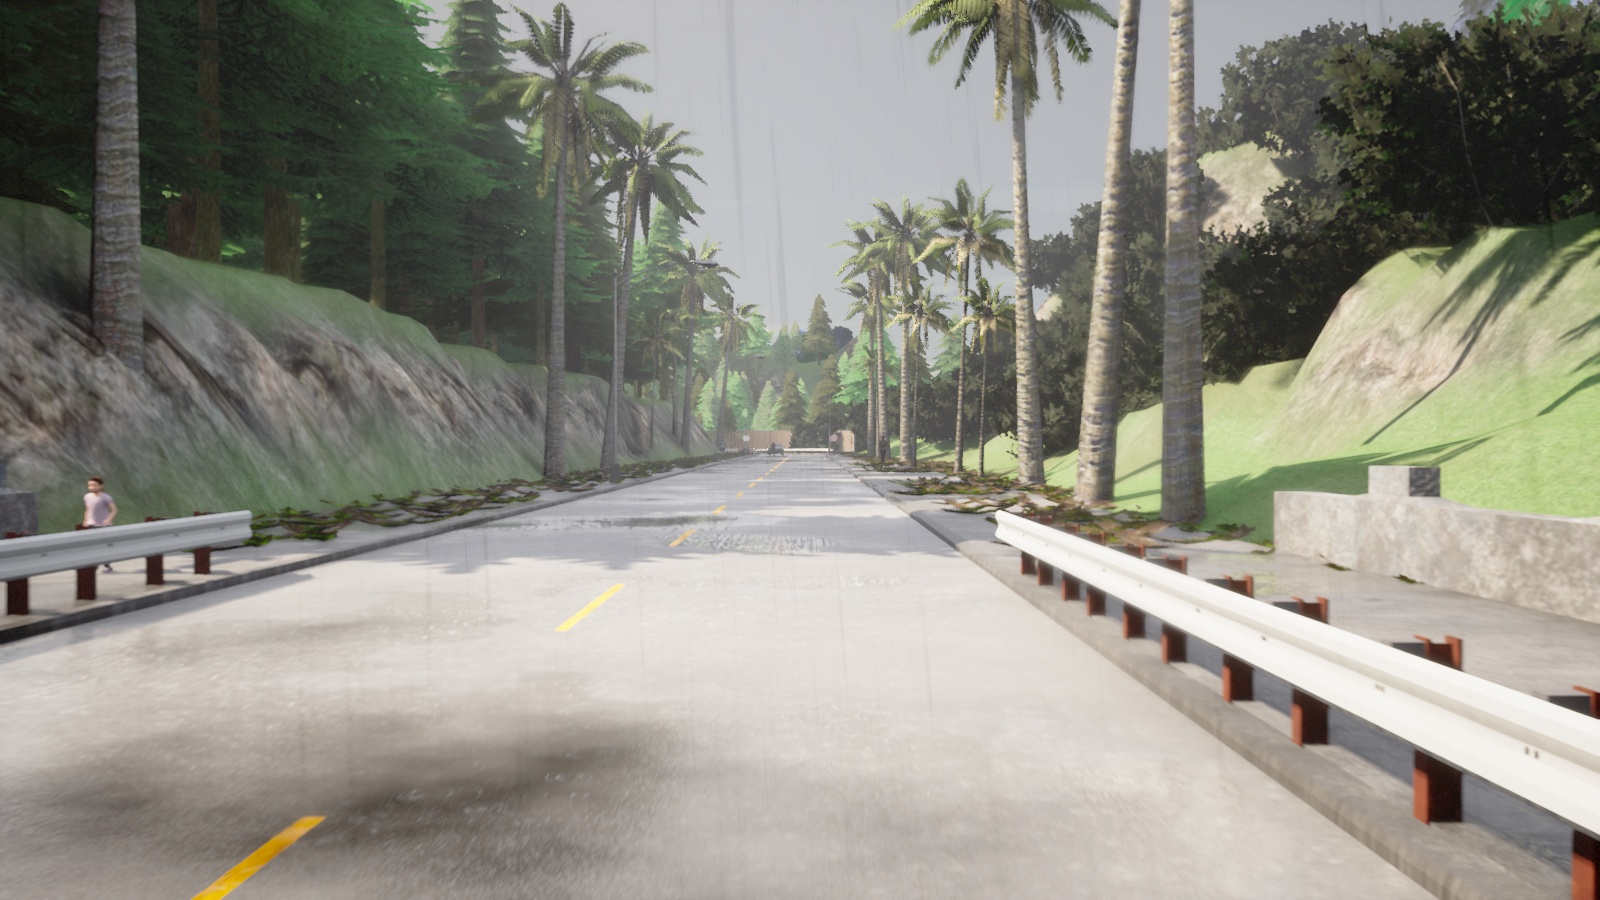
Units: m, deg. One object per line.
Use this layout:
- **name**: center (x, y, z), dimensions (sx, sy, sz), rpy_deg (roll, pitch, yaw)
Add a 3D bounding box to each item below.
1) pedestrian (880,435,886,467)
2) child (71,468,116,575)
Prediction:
- **pedestrian**: center (4.759, 0.037, 72.032), dimensions (0.328, 1.805, 0.869), rpy_deg (0, 0, 1)
- **child**: center (-7.502, 0.755, 13.340), dimensions (0.255, 1.110, 0.394), rpy_deg (0, 0, 1)
